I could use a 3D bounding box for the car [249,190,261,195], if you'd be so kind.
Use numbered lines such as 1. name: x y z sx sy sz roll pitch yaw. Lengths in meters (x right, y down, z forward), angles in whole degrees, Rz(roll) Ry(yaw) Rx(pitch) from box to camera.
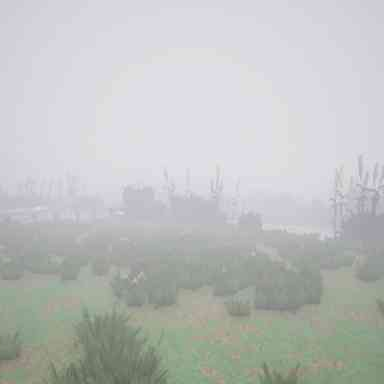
1. car: 10.224 0.765 47.494 2.150 2.045 5.566 0 -2 44

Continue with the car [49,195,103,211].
1. car: -10.458 1.107 30.343 1.837 1.490 4.892 0 3 41
